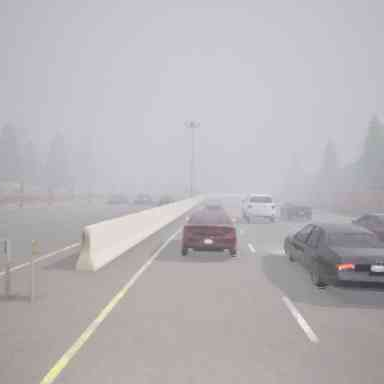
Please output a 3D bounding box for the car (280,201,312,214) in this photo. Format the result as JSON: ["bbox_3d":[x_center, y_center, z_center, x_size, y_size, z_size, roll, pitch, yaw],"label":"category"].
[{"bbox_3d":[8.916,1.519,28.900,1.882,1.535,5.008,1,0,5],"label":"car"}]

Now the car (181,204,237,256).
[{"bbox_3d":[0.713,1.436,13.024,1.882,1.535,5.008,1,0,4],"label":"car"}]

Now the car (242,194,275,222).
[{"bbox_3d":[5.207,1.208,26.401,2.150,2.045,5.566,1,1,5],"label":"car"}]

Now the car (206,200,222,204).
[{"bbox_3d":[1.892,1.438,28.906,1.812,1.442,4.674,1,0,4],"label":"car"}]

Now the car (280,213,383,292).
[{"bbox_3d":[3.936,1.581,9.212,2.033,1.411,5.357,1,0,4],"label":"car"}]

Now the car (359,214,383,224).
[{"bbox_3d":[7.783,1.610,13.723,1.812,1.442,4.674,1,0,4],"label":"car"}]
